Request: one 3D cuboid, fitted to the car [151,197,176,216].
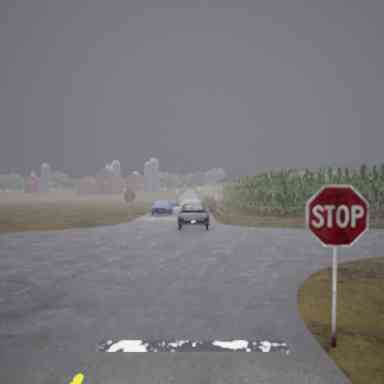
[{"bbox_3d":[-2.849,1.453,32.354,1.882,1.535,5.008,0,0,0],"label":"car"}]

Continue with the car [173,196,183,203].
[{"bbox_3d":[-2.744,1.506,65.441,1.895,1.301,4.718,0,0,0],"label":"car"}]

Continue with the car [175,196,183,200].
[{"bbox_3d":[-2.832,1.512,48.727,1.994,1.385,4.181,0,0,0],"label":"car"}]

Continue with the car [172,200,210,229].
[{"bbox_3d":[0.097,1.473,21.253,2.128,1.511,4.902,0,0,0],"label":"car"}]
